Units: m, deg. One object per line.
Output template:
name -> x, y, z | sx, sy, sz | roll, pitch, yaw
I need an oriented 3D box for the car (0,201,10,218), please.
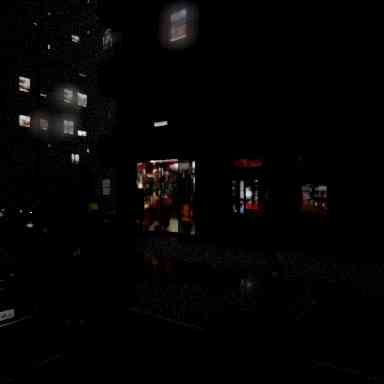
car -> -14.013, 1.350, 26.106 | 2.008, 1.369, 4.403 | 1, 1, 35

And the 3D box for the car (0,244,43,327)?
car -> -4.480, 1.551, 6.082 | 4.403, 1.369, 2.008 | 0, 0, 36

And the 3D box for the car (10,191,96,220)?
car -> -10.763, 0.994, 26.253 | 2.150, 2.045, 5.566 | 0, 1, 35

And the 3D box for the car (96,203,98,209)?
car -> -10.917, 1.250, 30.527 | 1.752, 1.417, 4.829 | 1, 1, 35
